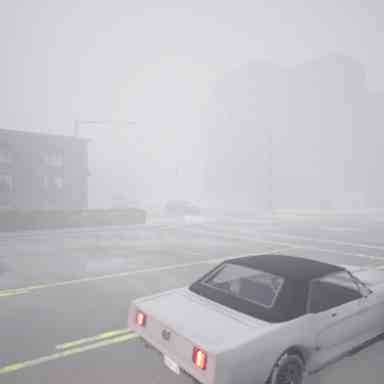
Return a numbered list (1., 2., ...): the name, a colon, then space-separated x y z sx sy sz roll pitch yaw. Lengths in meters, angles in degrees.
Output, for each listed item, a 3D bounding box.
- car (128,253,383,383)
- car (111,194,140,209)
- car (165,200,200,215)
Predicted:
1. car: 1.588 1.625 4.972 4.718 1.301 1.895 0 0 -36
2. car: -9.270 1.345 46.290 2.150 2.045 5.566 0 0 -37
3. car: -1.076 1.625 35.520 1.837 1.490 4.892 0 0 -37
